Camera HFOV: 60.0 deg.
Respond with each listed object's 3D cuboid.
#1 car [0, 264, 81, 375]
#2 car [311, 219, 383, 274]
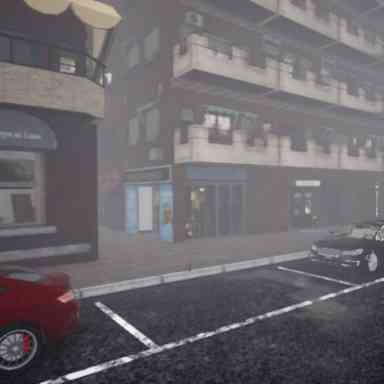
[{"bbox_3d":[-3.554,1.581,4.037,4.206,1.307,1.802,0,-1,-35],"label":"car"},{"bbox_3d":[5.569,1.577,10.541,4.403,1.369,2.008,0,-1,-35],"label":"car"}]
